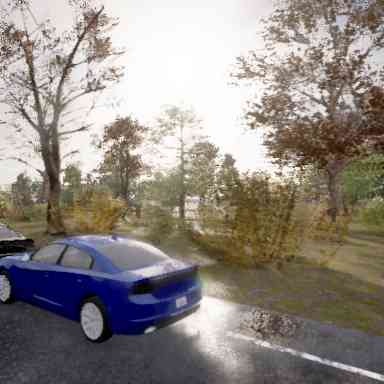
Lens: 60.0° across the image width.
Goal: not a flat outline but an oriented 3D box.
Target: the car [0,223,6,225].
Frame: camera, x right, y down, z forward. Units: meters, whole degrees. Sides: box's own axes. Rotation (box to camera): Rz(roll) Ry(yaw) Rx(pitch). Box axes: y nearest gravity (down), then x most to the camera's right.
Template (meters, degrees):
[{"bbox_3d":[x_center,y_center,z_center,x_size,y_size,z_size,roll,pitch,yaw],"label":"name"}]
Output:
[{"bbox_3d":[-6.859,1.669,10.441,5.008,1.535,1.882,-1,-2,38],"label":"car"}]

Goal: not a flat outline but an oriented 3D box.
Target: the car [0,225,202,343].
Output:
[{"bbox_3d":[-2.134,1.612,6.786,5.008,1.535,1.882,-1,-1,37],"label":"car"}]
